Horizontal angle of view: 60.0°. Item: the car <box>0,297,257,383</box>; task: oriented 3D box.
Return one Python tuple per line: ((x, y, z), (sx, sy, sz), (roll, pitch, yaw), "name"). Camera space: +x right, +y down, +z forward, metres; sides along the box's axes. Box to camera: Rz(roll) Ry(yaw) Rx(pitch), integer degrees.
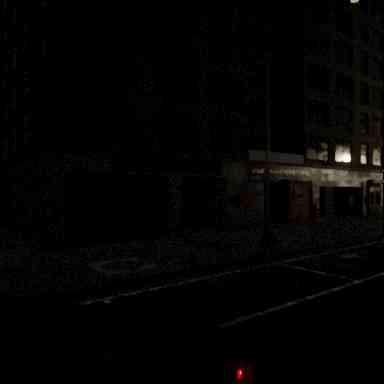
((-1.993, 1.555, 1.952), (5.357, 1.411, 2.033), (-1, 1, -36), "car")
